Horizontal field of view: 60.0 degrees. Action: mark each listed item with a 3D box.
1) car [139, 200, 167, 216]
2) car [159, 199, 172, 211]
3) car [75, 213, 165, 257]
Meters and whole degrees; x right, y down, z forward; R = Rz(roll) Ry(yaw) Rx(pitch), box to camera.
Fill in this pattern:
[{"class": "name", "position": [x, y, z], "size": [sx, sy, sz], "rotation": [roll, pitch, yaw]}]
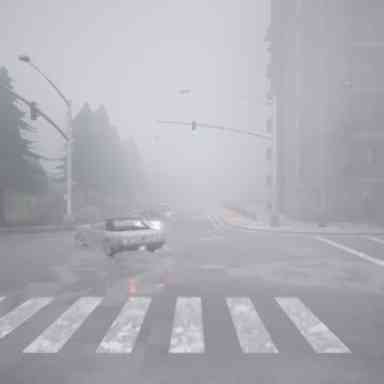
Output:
[{"class": "car", "position": [-3.748, 1.725, 31.351], "size": [1.895, 1.301, 4.718], "rotation": [0, 0, 1]}, {"class": "car", "position": [-3.637, 1.637, 42.964], "size": [1.882, 1.535, 5.008], "rotation": [0, 0, 1]}, {"class": "car", "position": [-3.060, 1.650, 13.253], "size": [1.895, 1.301, 4.718], "rotation": [0, 0, -37]}]
